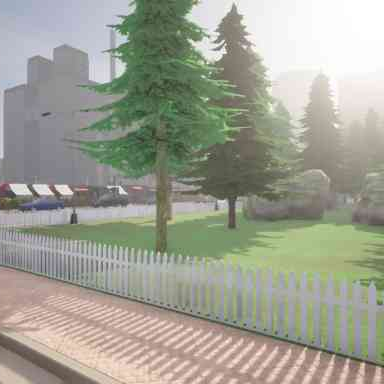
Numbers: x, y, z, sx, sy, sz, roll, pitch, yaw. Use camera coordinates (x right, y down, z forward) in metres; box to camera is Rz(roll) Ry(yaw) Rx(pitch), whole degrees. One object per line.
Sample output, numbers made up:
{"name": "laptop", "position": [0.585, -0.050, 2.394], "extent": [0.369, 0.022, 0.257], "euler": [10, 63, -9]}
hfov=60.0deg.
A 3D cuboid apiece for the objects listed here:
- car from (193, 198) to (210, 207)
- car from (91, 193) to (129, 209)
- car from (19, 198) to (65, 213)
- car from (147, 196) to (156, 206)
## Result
{"name": "car", "position": [2.205, 1.601, 52.279], "extent": [1.895, 1.301, 4.718], "euler": [0, 0, 34]}
{"name": "car", "position": [-11.047, 1.221, 45.513], "extent": [2.150, 2.045, 5.566], "euler": [0, 0, 34]}
{"name": "car", "position": [-16.695, 1.478, 37.154], "extent": [1.882, 1.535, 5.008], "euler": [0, 0, 34]}
{"name": "car", "position": [-5.257, 1.352, 54.017], "extent": [2.097, 1.767, 4.553], "euler": [0, 0, 34]}
